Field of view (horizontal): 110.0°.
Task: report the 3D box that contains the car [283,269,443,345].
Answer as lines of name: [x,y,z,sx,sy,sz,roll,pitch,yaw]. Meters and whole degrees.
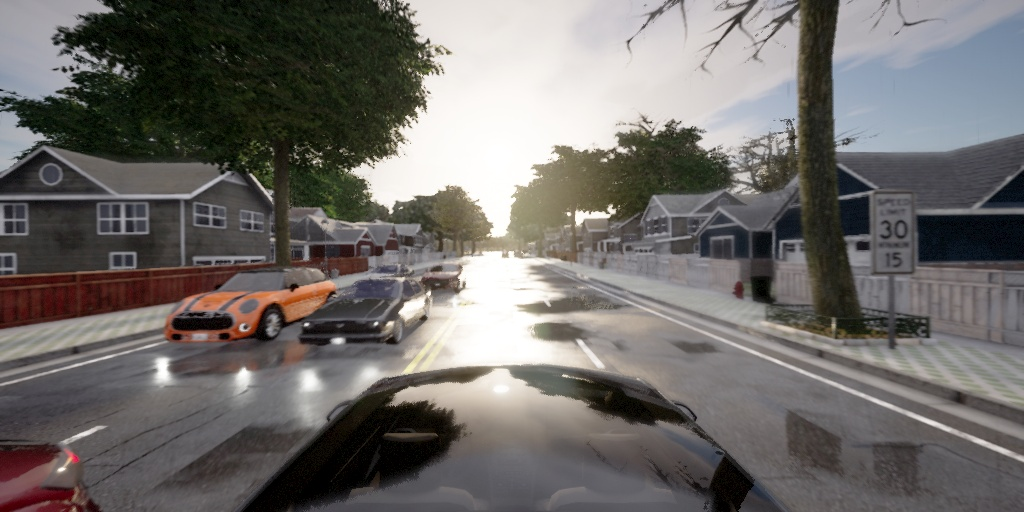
car: [-3.473,1.280,9.761,2.033,1.411,5.357,-1,1,-1]

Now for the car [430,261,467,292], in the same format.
car: [-3.665,1.075,20.032,1.882,1.535,5.008,-1,1,-1]

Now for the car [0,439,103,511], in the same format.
car: [-3.293,1.358,0.245,1.994,1.385,4.181,-1,0,-1]

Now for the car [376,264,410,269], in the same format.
car: [-6.927,1.170,20.519,2.033,1.411,5.357,-1,1,-1]

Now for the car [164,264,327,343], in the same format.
car: [-6.729,1.118,9.910,2.097,1.767,4.553,-1,1,-1]
